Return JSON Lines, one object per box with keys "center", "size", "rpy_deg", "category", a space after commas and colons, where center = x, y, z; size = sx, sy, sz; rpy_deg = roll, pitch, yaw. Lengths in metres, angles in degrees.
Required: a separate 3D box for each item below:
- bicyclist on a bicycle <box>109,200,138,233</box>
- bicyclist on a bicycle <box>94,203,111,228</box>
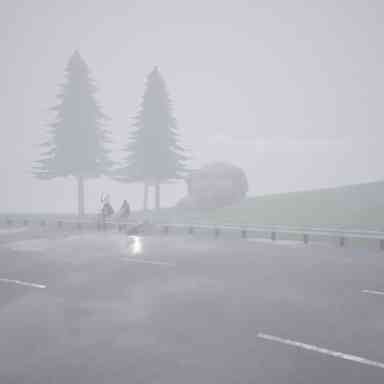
{"center": [-3.928, 1.300, 19.380], "size": [0.582, 1.620, 1.656], "rpy_deg": [3, -12, 15], "category": "bicyclist on a bicycle"}
{"center": [-5.096, 1.345, 19.761], "size": [0.582, 1.620, 1.656], "rpy_deg": [1, -11, 36], "category": "bicyclist on a bicycle"}
